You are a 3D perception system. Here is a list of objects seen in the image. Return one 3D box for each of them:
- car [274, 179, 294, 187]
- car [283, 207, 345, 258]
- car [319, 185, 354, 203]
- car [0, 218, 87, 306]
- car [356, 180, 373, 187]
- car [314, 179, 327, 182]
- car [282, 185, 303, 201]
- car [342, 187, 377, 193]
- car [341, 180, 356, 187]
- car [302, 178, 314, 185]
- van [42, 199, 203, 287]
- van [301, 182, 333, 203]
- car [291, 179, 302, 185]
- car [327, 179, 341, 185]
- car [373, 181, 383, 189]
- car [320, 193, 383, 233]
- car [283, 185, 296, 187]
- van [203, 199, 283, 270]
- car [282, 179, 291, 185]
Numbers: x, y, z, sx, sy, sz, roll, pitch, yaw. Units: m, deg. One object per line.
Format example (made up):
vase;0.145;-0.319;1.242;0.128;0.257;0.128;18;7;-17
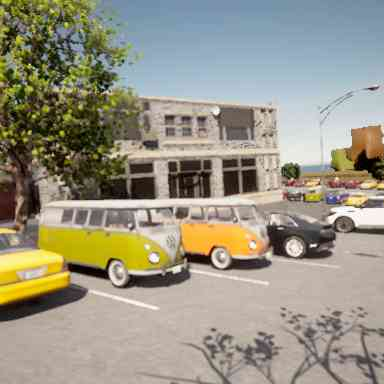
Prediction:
car;20.884;-2.172;75.500;2.163;1.488;4.792;2;6;44
car;2.718;1.443;12.376;4.892;1.521;2.231;-1;-1;35
car;18.149;0.509;41.694;2.185;1.767;4.553;0;6;40
car;-4.885;1.440;7.304;5.366;1.575;1.946;-1;-1;35
car;30.346;-1.298;57.014;1.946;1.575;5.366;1;6;42
car;26.243;-1.807;64.948;2.185;1.767;4.553;1;5;43
car;15.237;0.392;46.998;2.231;1.521;4.892;0;6;41
car;19.791;0.725;39.245;1.946;1.575;5.366;0;6;40
car;29.051;-1.394;59.757;2.002;1.452;4.674;1;5;42
car;25.029;-1.831;67.740;1.946;1.575;5.366;1;5;43
van;-2.154;1.214;8.863;4.442;1.987;1.878;-1;-1;35
van;16.761;0.274;44.429;1.878;1.987;4.442;0;6;41
car;23.573;-2.068;70.246;2.185;1.767;4.553;2;6;43
car;27.652;-1.518;62.364;2.002;1.452;4.674;1;5;42
car;32.013;-1.209;54.703;1.946;1.575;5.366;1;5;41
car;10.129;1.192;17.577;5.566;2.045;2.435;-1;-1;35
car;13.807;0.306;49.655;2.002;1.452;4.674;1;7;41
van;0.330;1.214;10.595;4.442;1.987;1.878;-1;-1;35
car;22.213;-2.071;72.873;2.097;1.535;5.008;1;6;44
